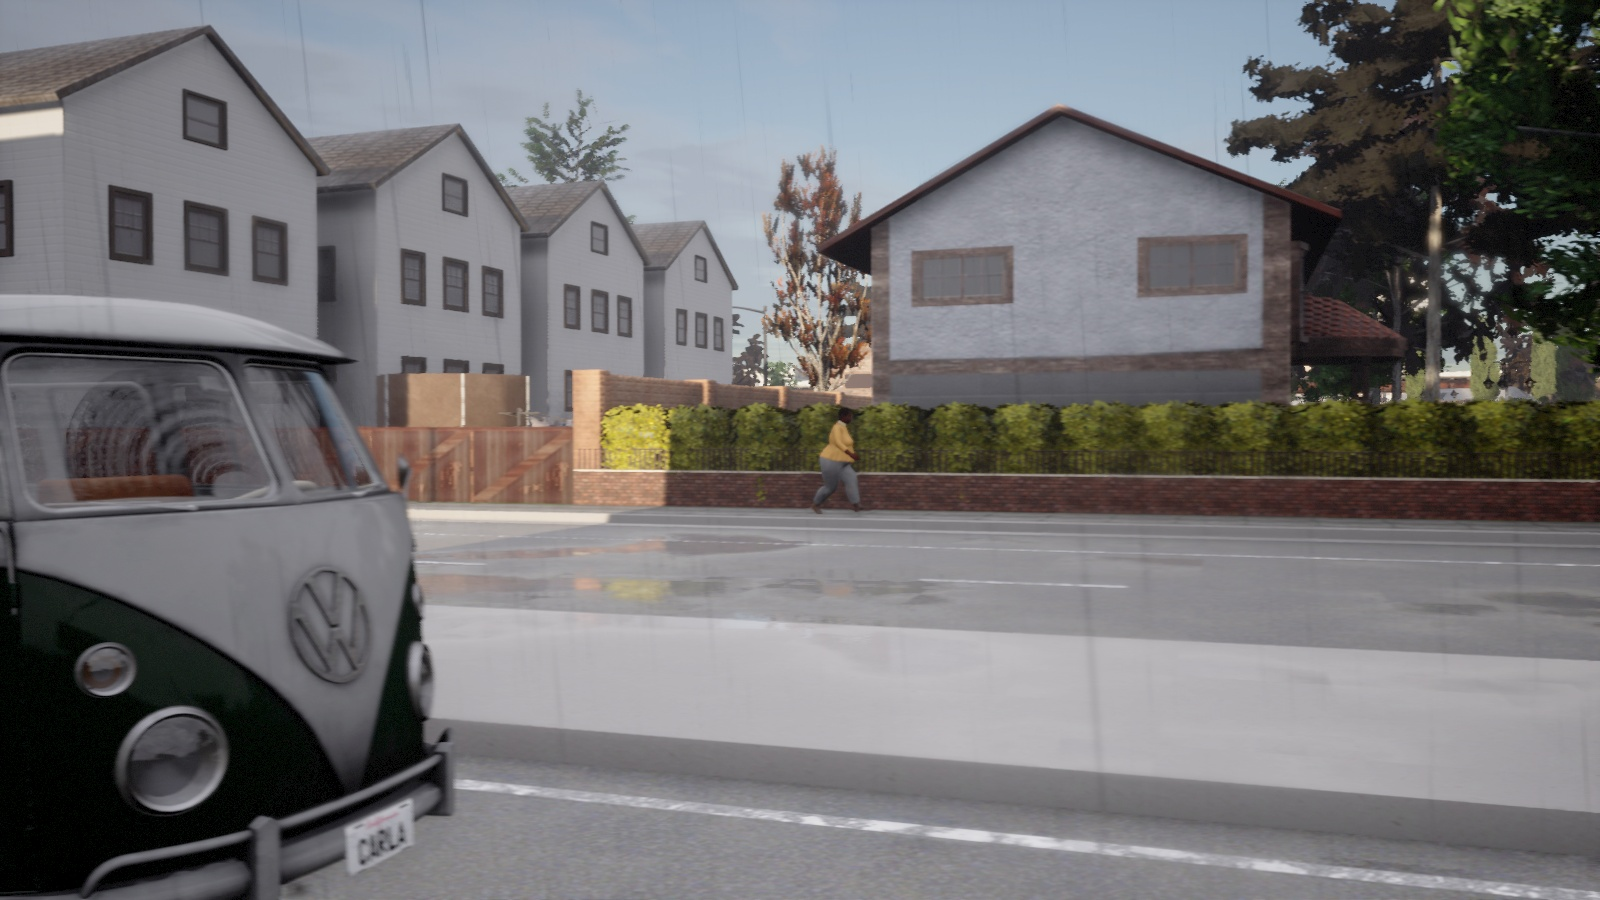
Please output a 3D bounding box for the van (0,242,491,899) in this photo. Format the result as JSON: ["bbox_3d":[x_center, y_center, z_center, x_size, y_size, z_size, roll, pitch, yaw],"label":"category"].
[{"bbox_3d":[-3.495,0.494,4.365,4.442,1.987,1.775,1,1,19],"label":"van"}]

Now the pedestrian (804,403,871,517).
[{"bbox_3d":[0.639,0.148,21.004,0.900,1.855,0.874,1,1,18],"label":"pedestrian"}]
